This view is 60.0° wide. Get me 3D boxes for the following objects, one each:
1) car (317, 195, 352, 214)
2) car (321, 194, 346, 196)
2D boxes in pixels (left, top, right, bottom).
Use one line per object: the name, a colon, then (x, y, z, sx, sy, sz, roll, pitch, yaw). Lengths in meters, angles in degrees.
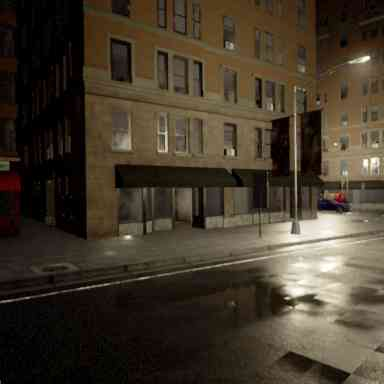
car: (14.295, 1.419, 34.909, 1.812, 1.442, 4.674, -1, 1, -43)
car: (16.553, 1.109, 40.868, 2.192, 1.841, 5.009, 0, 1, -44)
